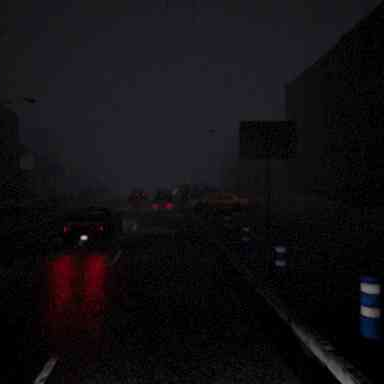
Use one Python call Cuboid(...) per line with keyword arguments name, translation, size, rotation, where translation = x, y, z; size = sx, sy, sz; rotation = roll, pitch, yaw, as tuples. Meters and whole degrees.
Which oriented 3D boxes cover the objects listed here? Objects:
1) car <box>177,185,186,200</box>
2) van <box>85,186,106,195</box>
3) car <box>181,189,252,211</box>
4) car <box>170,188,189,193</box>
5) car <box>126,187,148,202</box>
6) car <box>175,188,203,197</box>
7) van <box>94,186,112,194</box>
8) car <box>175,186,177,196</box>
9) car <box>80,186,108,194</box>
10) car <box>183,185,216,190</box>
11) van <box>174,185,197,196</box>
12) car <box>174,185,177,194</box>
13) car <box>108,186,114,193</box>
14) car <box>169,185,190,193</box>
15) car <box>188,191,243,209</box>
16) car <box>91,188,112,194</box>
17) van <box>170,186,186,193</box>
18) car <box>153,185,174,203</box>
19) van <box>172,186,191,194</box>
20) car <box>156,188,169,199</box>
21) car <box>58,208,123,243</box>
Cuboid(name="car", translation=(1.553, 0.271, 35.100), size=(5.566, 2.045, 2.435), rotation=(0, 2, -5))
Cuboid(name="van", translation=(-23.110, -0.421, 79.800), size=(4.442, 1.987, 1.878), rotation=(0, 1, -5))
Cuboid(name="car", translation=(2.095, 0.765, 26.857), size=(5.366, 1.575, 1.946), rotation=(0, 2, -5))
Cuboid(name="car", translation=(-3.286, -0.402, 87.257), size=(4.792, 1.488, 2.163), rotation=(0, 1, -5))
Cuboid(name="car", translation=(-6.671, 0.261, 41.513), size=(2.097, 1.767, 4.553), rotation=(0, 1, -5))
Cuboid(name="car", translation=(-0.485, 0.067, 57.056), size=(4.674, 1.452, 2.002), rotation=(0, 1, -5))
Cuboid(name="van", translation=(-24.324, -0.616, 90.977), size=(4.442, 1.987, 1.878), rotation=(0, 1, -5))
Cuboid(name="car", translation=(0.525, 0.246, 46.080), size=(4.892, 1.521, 2.231), rotation=(0, 1, -5))
Cuboid(name="car", translation=(-23.015, -0.402, 77.021), size=(5.566, 2.045, 2.435), rotation=(0, 1, -5))
Cuboid(name="car", translation=(1.744, 0.475, 32.356), size=(4.553, 1.767, 2.185), rotation=(0, 2, -5))
Cuboid(name="van", translation=(-1.361, -0.325, 65.276), size=(4.442, 1.987, 1.878), rotation=(0, 1, -5))
Cuboid(name="car", translation=(0.021, 0.129, 51.568), size=(5.008, 1.535, 2.097), rotation=(0, 1, -5))
Cuboid(name="car", translation=(-23.737, -0.539, 85.325), size=(5.566, 2.045, 2.435), rotation=(0, 1, -5))
Cuboid(name="car", translation=(-3.538, -0.732, 89.998), size=(5.566, 2.045, 2.435), rotation=(0, 1, -5))
Cuboid(name="car", translation=(2.032, 0.722, 29.621), size=(4.674, 1.452, 2.002), rotation=(0, 2, -5))
Cuboid(name="car", translation=(-23.954, -0.339, 88.221), size=(4.892, 1.521, 2.231), rotation=(0, 1, -5))
Cuboid(name="van", translation=(-4.130, -0.809, 95.483), size=(4.442, 1.987, 1.878), rotation=(0, 1, -5))
Cuboid(name="car", translation=(-3.488, 0.298, 39.505), size=(2.097, 1.767, 4.553), rotation=(0, 1, -5))
Cuboid(name="van", translation=(-2.638, -0.566, 81.771), size=(4.442, 1.987, 1.878), rotation=(0, 1, -5))
Cuboid(name="car", translation=(-4.476, 0.216, 49.745), size=(1.837, 1.490, 4.892), rotation=(0, 2, -5))
Cuboid(name="car", translation=(-4.187, 1.325, 14.510), size=(1.895, 1.301, 4.718), rotation=(0, 2, -5))
